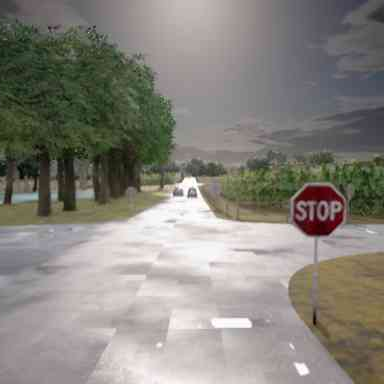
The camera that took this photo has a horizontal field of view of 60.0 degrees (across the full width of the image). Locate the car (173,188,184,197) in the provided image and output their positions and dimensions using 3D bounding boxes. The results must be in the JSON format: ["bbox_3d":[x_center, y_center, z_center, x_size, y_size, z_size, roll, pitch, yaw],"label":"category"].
[{"bbox_3d":[-2.702,-0.044,66.411,2.097,1.767,4.553,0,2,0],"label":"car"}]

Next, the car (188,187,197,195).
[{"bbox_3d":[0.052,-0.316,72.200,1.882,1.535,5.008,0,3,0],"label":"car"}]

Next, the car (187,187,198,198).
[{"bbox_3d":[0.044,0.321,62.217,1.994,1.385,4.181,0,2,0],"label":"car"}]
